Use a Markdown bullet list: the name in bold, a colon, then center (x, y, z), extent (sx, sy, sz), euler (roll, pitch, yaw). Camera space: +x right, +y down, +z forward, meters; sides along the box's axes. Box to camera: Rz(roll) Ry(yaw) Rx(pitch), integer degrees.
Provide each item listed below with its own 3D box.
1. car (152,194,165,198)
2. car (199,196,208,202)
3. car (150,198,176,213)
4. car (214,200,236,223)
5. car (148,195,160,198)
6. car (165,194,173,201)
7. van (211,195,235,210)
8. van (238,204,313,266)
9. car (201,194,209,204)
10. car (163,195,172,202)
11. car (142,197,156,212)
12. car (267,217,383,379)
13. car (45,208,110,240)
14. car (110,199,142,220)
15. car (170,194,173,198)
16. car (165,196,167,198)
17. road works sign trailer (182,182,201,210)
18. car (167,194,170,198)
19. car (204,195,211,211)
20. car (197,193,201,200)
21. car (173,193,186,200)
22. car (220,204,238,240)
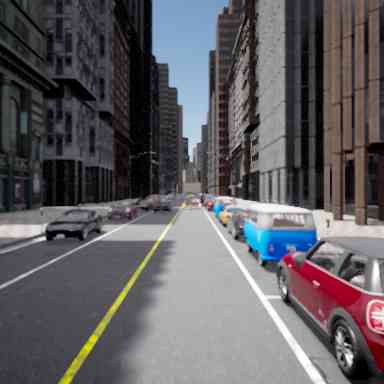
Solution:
- **car**: center (-5.782, 1.299, 50.600), extent (2.192, 1.841, 5.009), euler (0, 0, 0)
- **car**: center (2.730, 1.548, 78.797), extent (1.947, 1.339, 4.313), euler (0, 0, 0)
- **car**: center (-3.114, 1.587, 36.279), extent (1.895, 1.301, 4.718), euler (0, 0, 0)
- **car**: center (2.755, 1.514, 22.600), extent (1.752, 1.417, 4.829), euler (0, 0, 0)
- **car**: center (-5.780, 1.530, 44.964), extent (1.887, 1.381, 4.507), euler (0, 0, 0)
- **car**: center (-5.797, 1.422, 84.419), extent (1.967, 1.590, 4.097), euler (0, 0, 0)
- **van**: center (2.753, 1.328, 28.067), extent (1.690, 1.788, 3.998), euler (0, 0, 0)
- **van**: center (2.760, 1.335, 11.157), extent (1.690, 1.788, 3.998), euler (0, 0, 0)
- **car**: center (2.743, 1.425, 50.614), extent (1.967, 1.590, 4.097), euler (0, 0, 0)
- **car**: center (-5.795, 1.507, 78.612), extent (1.752, 1.417, 4.829), euler (0, 0, 0)
- **car**: center (-5.778, 1.552, 39.328), extent (1.947, 1.339, 4.313), euler (0, 0, 0)
- **car**: center (2.763, 1.437, 5.521), extent (1.967, 1.590, 4.097), euler (0, 0, 0)
- **car**: center (-5.768, 1.557, 16.784), extent (1.947, 1.339, 4.313), euler (0, 0, 0)
- **car**: center (-5.772, 1.427, 28.056), extent (1.967, 1.590, 4.097), euler (0, 0, 0)
- **car**: center (-5.792, 1.533, 73.146), extent (2.008, 1.369, 4.403), euler (0, 0, 0)
- **car**: center (-5.785, 1.550, 56.237), extent (1.947, 1.339, 4.313), euler (0, 0, 0)
- **road works sign trailer**: center (-0.003, 0.450, 42.701), extent (2.380, 3.560, 2.880), euler (0, 0, 0)
- **car**: center (-5.787, 1.424, 61.874), extent (1.967, 1.590, 4.097), euler (0, 0, 0)
- **car**: center (2.748, 1.426, 39.340), extent (1.967, 1.590, 4.097), euler (0, 0, 0)
- **car**: center (2.736, 1.298, 67.524), extent (2.192, 1.841, 5.009), euler (0, 0, 0)
- **car**: center (-3.034, 1.250, 77.604), extent (2.097, 1.767, 4.553), euler (0, 0, 0)
- **car**: center (2.757, 1.542, 16.794), extent (2.008, 1.369, 4.403), euler (0, 0, 0)
